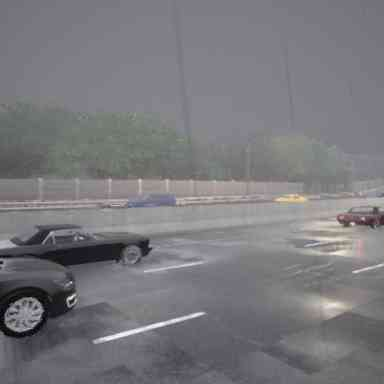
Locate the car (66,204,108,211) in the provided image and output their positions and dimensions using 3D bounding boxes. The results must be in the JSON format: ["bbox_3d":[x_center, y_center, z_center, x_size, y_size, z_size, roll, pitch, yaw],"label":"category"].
[{"bbox_3d":[-7.259,1.581,24.599,4.718,1.301,1.895,0,0,-35],"label":"car"}]

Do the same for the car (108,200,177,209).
[{"bbox_3d":[-2.795,1.512,23.472,5.357,1.411,2.033,0,0,-35],"label":"car"}]

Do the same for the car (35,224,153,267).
[{"bbox_3d":[-3.557,1.598,9.805,4.718,1.301,1.895,0,0,-35],"label":"car"}]

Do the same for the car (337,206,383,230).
[{"bbox_3d":[10.887,1.477,20.062,4.718,1.301,1.895,-1,1,-35],"label":"car"}]

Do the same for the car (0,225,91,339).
[{"bbox_3d":[-4.291,1.503,4.981,4.892,1.490,1.837,0,0,-36],"label":"car"}]

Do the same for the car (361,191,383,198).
[{"bbox_3d":[26.548,0.549,48.307,5.008,1.535,1.882,-1,1,-35],"label":"car"}]

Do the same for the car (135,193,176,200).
[{"bbox_3d":[-4.260,1.137,35.296,5.566,2.045,2.150,0,0,-35],"label":"car"}]

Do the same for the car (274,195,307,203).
[{"bbox_3d":[12.781,1.122,43.040,5.008,1.535,1.882,-1,0,-35],"label":"car"}]
